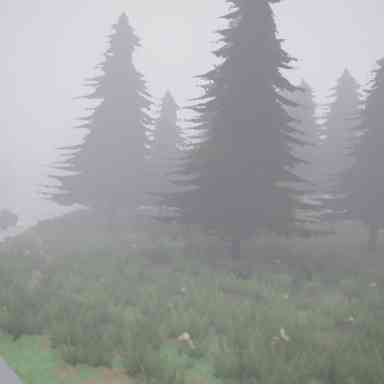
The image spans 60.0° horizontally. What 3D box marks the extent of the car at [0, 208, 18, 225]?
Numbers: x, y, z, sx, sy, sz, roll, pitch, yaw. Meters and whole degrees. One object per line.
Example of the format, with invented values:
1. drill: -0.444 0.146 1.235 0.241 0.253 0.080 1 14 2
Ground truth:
1. car: -13.505 1.773 23.090 2.033 1.411 5.357 4 -2 -17
